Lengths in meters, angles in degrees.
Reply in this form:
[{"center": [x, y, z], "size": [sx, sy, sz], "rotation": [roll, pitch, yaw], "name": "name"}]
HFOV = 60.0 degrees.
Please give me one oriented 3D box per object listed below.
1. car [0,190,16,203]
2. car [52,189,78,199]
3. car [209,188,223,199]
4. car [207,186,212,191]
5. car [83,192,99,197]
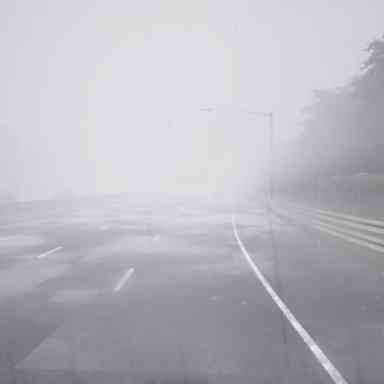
[{"center": [-23.824, 0.808, 40.667], "size": [2.150, 2.045, 5.566], "rotation": [0, 1, 2], "name": "car"}, {"center": [-20.024, 0.571, 52.773], "size": [2.150, 2.045, 5.566], "rotation": [0, 1, 2], "name": "car"}, {"center": [4.812, 0.543, 62.991], "size": [1.994, 1.385, 4.181], "rotation": [0, 1, 2], "name": "car"}, {"center": [5.358, -0.055, 82.454], "size": [2.097, 1.767, 4.553], "rotation": [0, 2, 2], "name": "car"}, {"center": [-16.477, 0.812, 54.664], "size": [1.837, 1.490, 4.892], "rotation": [0, 1, 2], "name": "car"}]
